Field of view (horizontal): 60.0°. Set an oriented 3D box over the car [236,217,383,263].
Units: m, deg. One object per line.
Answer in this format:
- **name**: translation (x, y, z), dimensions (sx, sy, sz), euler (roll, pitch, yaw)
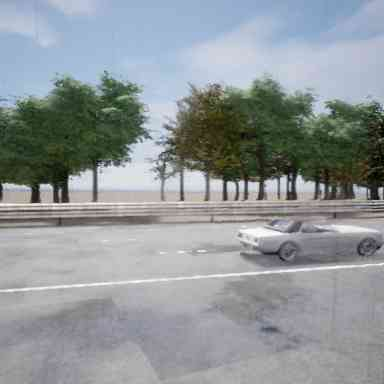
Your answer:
- **car**: translation (4.024, 1.507, 11.307), dimensions (4.718, 1.301, 1.895), euler (0, 0, -15)
